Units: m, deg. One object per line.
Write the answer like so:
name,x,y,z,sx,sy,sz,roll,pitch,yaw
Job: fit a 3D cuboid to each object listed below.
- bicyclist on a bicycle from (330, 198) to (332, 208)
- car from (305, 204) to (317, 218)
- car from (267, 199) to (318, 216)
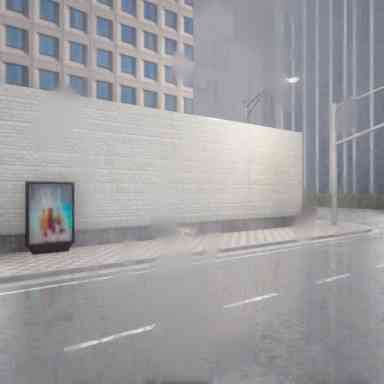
bicyclist on a bicycle,18.659,1.356,43.935,1.656,1.620,0.582,0,0,-36
car,9.053,1.533,30.755,1.882,1.535,5.008,0,0,-36
car,10.434,1.547,34.841,2.128,1.511,4.902,0,0,-36
